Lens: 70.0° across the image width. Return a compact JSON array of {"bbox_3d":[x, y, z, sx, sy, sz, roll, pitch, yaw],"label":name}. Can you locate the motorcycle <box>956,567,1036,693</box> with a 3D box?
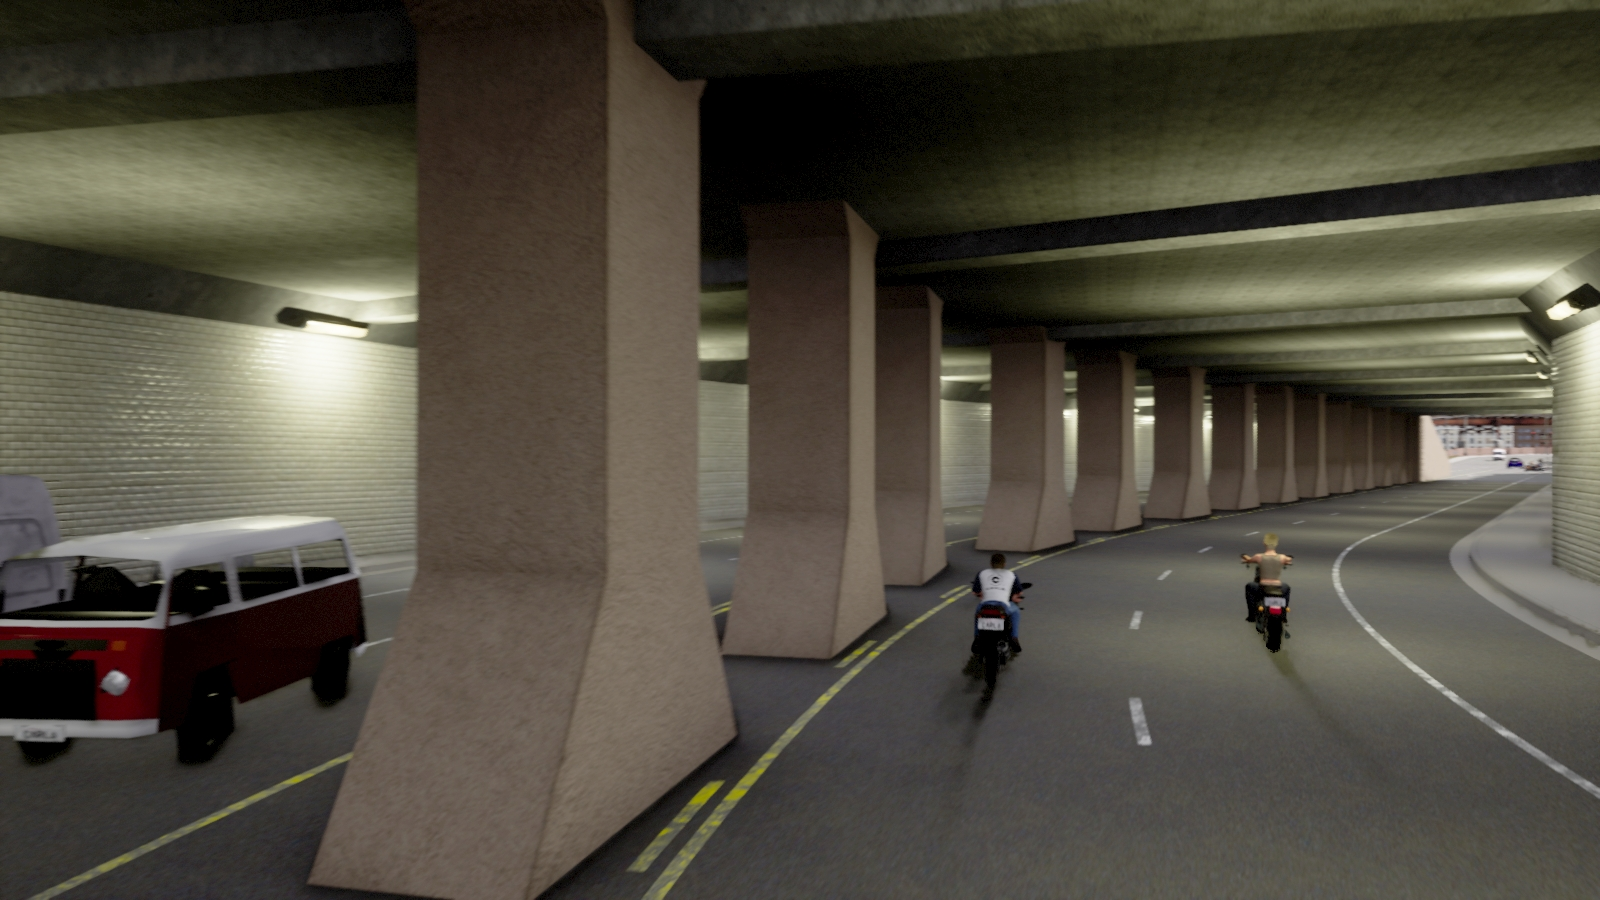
[{"bbox_3d":[2.465,2.177,14.184,0.803,1.224,2.033,0,0,14],"label":"motorcycle"}]

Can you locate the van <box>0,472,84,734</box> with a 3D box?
[{"bbox_3d":[-9.229,1.523,9.563,1.988,2.561,5.915,0,0,11],"label":"van"}]

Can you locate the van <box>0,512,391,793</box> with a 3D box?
[{"bbox_3d":[-6.107,1.775,11.618,2.069,2.038,4.480,0,0,4],"label":"van"}]

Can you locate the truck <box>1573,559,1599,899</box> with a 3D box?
[{"bbox_3d":[3.559,1.572,0.894,2.627,2.467,5.204,0,0,4],"label":"truck"}]
